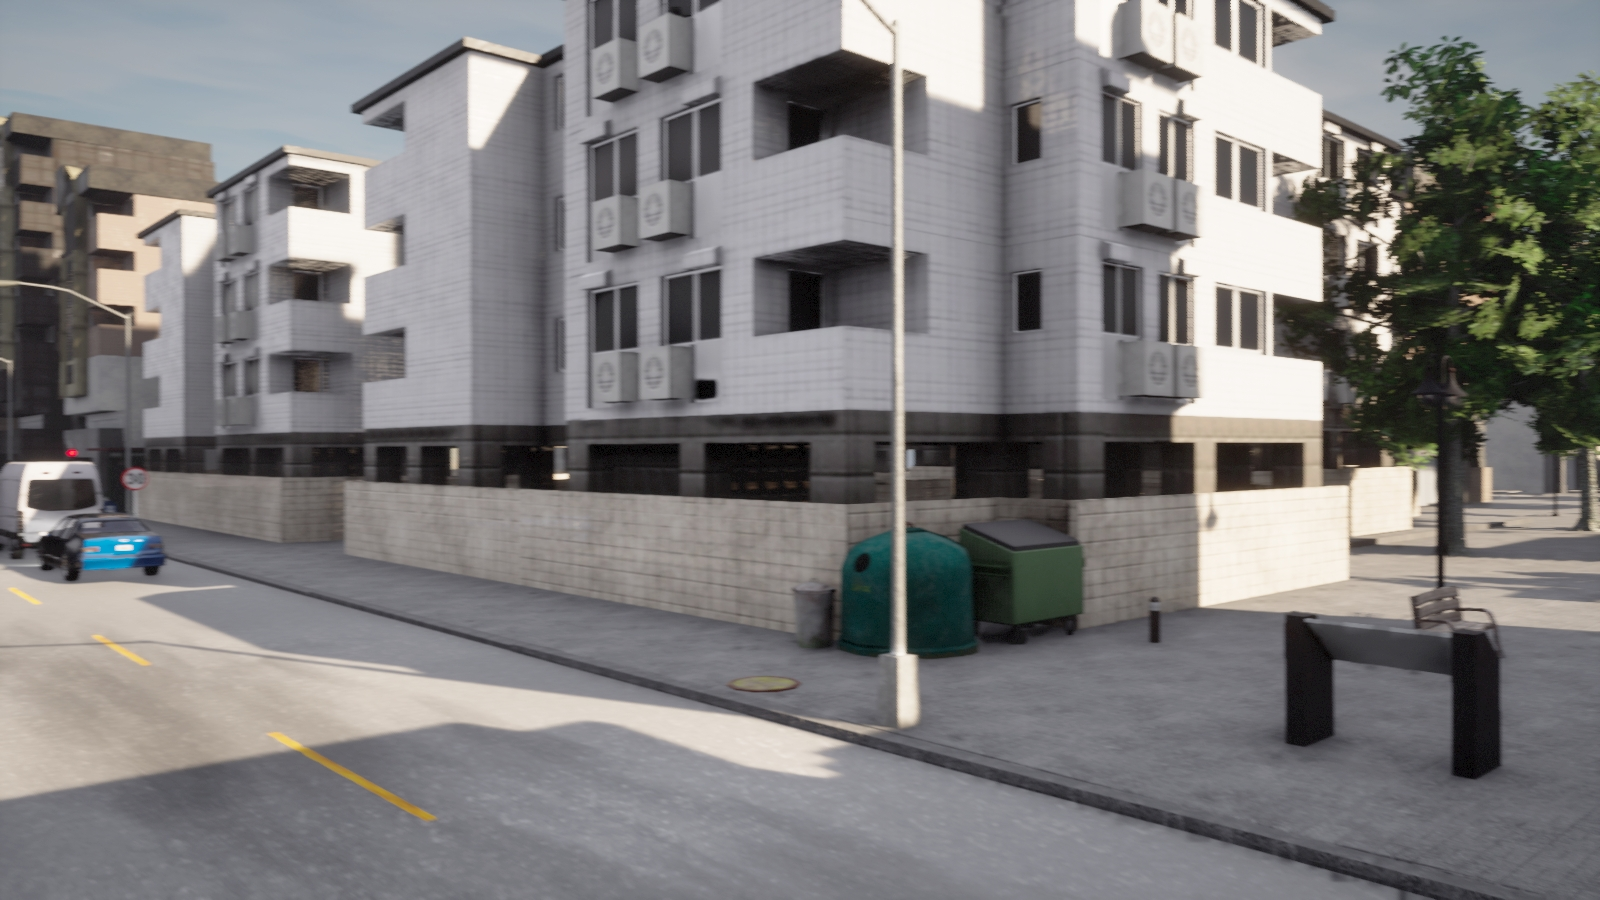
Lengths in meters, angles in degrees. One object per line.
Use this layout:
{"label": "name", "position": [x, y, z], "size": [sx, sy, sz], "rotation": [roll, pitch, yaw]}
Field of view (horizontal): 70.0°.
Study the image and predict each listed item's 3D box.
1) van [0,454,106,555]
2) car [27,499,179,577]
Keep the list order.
{"label": "van", "position": [-21.182, 1.384, 31.934], "size": [1.988, 2.561, 5.915], "rotation": [0, 0, -42]}
{"label": "car", "position": [-16.218, 1.940, 26.439], "size": [2.033, 1.411, 5.357], "rotation": [0, 0, -42]}
